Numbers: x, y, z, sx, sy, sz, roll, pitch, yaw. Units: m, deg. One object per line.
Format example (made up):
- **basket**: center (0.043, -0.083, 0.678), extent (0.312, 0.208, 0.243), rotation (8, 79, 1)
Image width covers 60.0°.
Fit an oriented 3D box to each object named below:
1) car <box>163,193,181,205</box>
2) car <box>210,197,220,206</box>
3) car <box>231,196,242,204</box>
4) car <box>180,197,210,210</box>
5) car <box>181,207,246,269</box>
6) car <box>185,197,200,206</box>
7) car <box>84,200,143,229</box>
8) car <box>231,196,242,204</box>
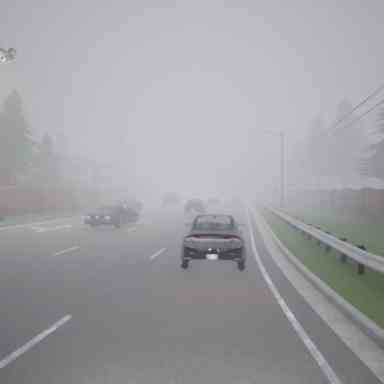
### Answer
- **car**: center (-3.341, 1.151, 56.002), extent (2.150, 2.045, 5.566), rotation (0, 0, 9)
- **car**: center (3.582, 1.520, 54.978), extent (2.033, 1.411, 5.357), rotation (0, 0, 9)
- **car**: center (8.747, 1.557, 65.547), extent (1.994, 1.385, 4.181), rotation (0, 0, 9)
- **car**: center (0.410, 1.474, 33.747), extent (1.837, 1.490, 4.892), rotation (0, -1, 9)
- **car**: center (0.760, 1.486, 11.153), extent (2.128, 1.511, 4.902), rotation (0, 0, 5)
- **car**: center (0.126, 1.551, 55.556), extent (1.895, 1.301, 4.718), rotation (0, 0, 9)
- **car**: center (-5.017, 1.496, 21.489), extent (2.033, 1.411, 5.357), rotation (0, 0, 9)
- **car**: center (8.194, 1.559, 61.411), extent (1.994, 1.385, 4.181), rotation (0, 0, 8)
